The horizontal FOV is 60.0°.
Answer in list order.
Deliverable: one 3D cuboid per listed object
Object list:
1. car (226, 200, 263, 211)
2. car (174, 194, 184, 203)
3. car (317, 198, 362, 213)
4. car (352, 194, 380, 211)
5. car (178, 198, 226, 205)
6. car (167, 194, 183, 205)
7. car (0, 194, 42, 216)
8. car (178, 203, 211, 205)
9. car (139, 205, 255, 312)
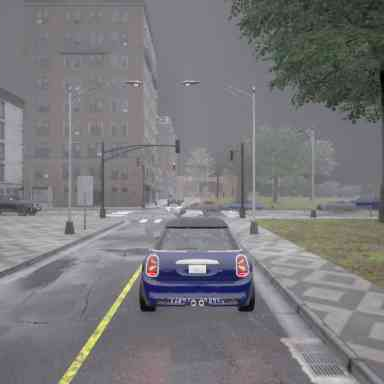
[{"bbox_3d":[5.993,1.635,41.143,5.357,1.411,2.033,0,-1,0],"label":"car"},{"bbox_3d":[-2.928,1.374,76.126,2.150,2.045,5.566,0,0,0],"label":"car"},{"bbox_3d":[16.470,1.630,37.919,4.181,1.385,1.994,0,-1,0],"label":"car"},{"bbox_3d":[21.099,1.326,41.191,5.566,2.045,2.150,0,-1,-1],"label":"car"},{"bbox_3d":[1.094,1.592,35.020,4.181,1.385,1.994,0,0,-40],"label":"car"},{"bbox_3d":[-2.985,1.298,55.739,2.150,2.045,5.566,0,0,-2],"label":"car"},{"bbox_3d":[-17.138,1.190,31.126,5.566,2.045,2.150,0,-1,0],"label":"car"},{"bbox_3d":[0.017,1.537,17.558,1.812,1.442,4.674,0,0,1],"label":"car"},{"bbox_3d":[0.093,1.355,7.885,2.097,1.767,4.553,0,0,0],"label":"car"}]
